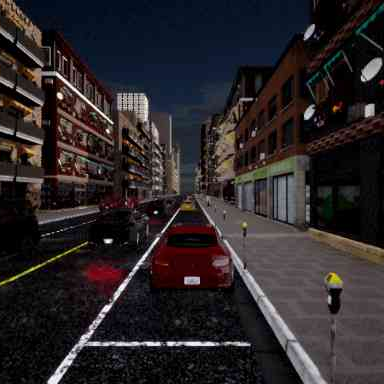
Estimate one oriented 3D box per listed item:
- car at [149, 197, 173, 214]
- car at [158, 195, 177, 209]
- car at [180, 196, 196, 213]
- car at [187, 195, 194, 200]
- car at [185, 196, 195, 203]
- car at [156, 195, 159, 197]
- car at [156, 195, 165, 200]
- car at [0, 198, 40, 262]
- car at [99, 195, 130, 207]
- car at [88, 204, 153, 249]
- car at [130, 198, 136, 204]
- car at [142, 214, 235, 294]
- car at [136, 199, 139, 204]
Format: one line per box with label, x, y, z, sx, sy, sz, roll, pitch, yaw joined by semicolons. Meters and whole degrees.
car;-3.144;1.505;31.317;1.837;1.490;4.892;0;0;0
car;-3.045;1.490;44.506;2.128;1.511;4.902;0;0;0
car;-0.454;1.525;37.323;1.752;1.417;4.829;0;0;0
car;-0.452;1.513;93.685;1.752;1.417;4.829;0;0;0
car;-0.453;1.545;70.970;2.008;1.369;4.403;0;0;0
car;-8.834;1.541;87.882;2.008;1.369;4.403;0;0;0
car;-8.834;1.539;93.519;2.008;1.369;4.403;0;0;0
car;-6.245;1.222;9.119;2.150;2.045;5.566;0;0;0
car;-8.833;1.314;37.157;2.192;1.841;5.009;0;0;0
car;-3.044;1.507;14.511;1.837;1.490;4.892;0;0;0
car;-8.834;1.439;42.793;1.967;1.590;4.097;0;0;0
car;0.004;1.526;8.649;1.812;1.442;4.674;0;0;0
car;-8.834;1.543;48.430;1.887;1.381;4.507;0;0;0
